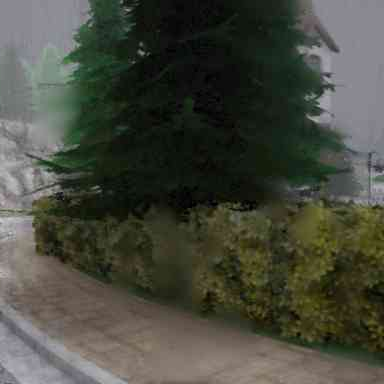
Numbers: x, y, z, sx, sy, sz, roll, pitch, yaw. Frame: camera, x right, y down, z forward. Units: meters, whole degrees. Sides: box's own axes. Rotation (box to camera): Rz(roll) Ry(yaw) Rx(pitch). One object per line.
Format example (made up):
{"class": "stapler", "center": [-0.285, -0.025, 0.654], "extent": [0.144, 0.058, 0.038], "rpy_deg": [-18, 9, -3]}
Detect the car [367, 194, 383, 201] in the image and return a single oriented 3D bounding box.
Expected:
{"class": "car", "center": [43.505, 1.408, 78.704], "extent": [3.633, 1.501, 1.845], "rpy_deg": [0, 0, 35]}

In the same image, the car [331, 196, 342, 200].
{"class": "car", "center": [28.673, 1.421, 70.793], "extent": [4.514, 1.523, 2.007], "rpy_deg": [0, 0, 35]}

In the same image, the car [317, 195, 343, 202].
{"class": "car", "center": [30.428, 1.415, 73.394], "extent": [5.027, 1.636, 2.152], "rpy_deg": [0, 0, 35]}
